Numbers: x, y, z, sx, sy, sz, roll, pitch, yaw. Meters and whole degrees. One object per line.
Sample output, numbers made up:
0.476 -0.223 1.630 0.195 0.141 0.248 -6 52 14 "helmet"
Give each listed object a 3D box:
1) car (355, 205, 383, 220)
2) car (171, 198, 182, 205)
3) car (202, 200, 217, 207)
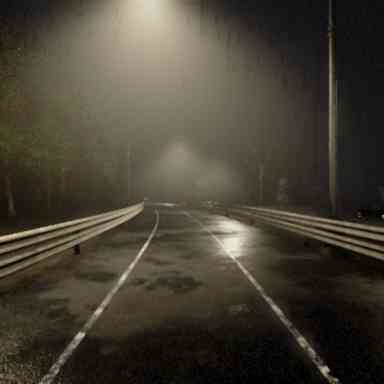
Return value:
20.526 2.206 36.869 1.882 1.535 5.008 0 -1 -25 "car"
-3.965 2.426 88.799 2.097 1.767 4.553 0 0 -25 "car"
3.839 2.498 72.248 2.128 1.511 4.902 0 0 -25 "car"
